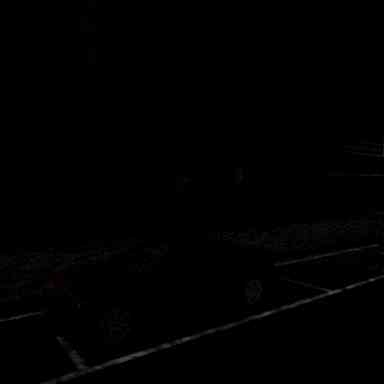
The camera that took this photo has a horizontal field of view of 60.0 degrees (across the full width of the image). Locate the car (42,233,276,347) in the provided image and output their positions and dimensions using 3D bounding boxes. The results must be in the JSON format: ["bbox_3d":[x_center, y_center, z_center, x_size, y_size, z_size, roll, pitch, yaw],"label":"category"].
[{"bbox_3d":[-0.373,1.524,6.265,4.507,1.381,1.887,0,0,-35],"label":"car"}]

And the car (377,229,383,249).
[{"bbox_3d":[8.834,1.484,12.813,4.206,1.307,1.802,0,0,-35],"label":"car"}]
